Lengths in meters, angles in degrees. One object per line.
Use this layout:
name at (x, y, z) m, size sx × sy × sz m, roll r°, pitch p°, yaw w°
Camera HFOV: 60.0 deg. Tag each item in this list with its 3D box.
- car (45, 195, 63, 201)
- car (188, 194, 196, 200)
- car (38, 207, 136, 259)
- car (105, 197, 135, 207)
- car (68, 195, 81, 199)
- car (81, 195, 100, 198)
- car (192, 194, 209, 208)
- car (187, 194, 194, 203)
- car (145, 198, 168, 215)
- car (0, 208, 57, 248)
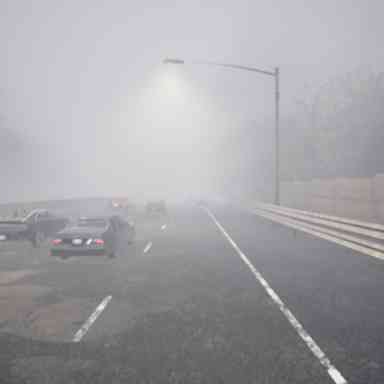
car at (-24.523, 1.332, 59.212) m, size 1.812 × 1.442 × 4.674 m, roll 0°, pitch 0°, yaw 0°
car at (-0.008, 1.143, 84.042) m, size 1.812 × 1.442 × 4.674 m, roll 0°, pitch 0°, yaw 0°
car at (-3.402, 1.499, 12.375) m, size 2.033 × 1.411 × 5.357 m, roll 0°, pitch 0°, yaw 0°
car at (-6.906, 1.228, 32.175) m, size 2.097 × 1.767 × 4.553 m, roll 0°, pitch 0°, yaw 0°
car at (-21.022, 1.311, 60.082) m, size 1.837 × 1.490 × 4.892 m, roll 0°, pitch 0°, yaw 0°
car at (-17.537, 1.285, 59.141) m, size 1.882 × 1.535 × 5.008 m, roll 0°, pitch 0°, yaw 1°
car at (1.221, 1.369, 44.233) m, size 1.812 × 1.442 × 4.674 m, roll 0°, pitch 0°, yaw 0°
car at (-0.005, 1.346, 63.747) m, size 2.033 × 1.411 × 5.357 m, roll 0°, pitch 0°, yaw 0°
car at (-3.403, 1.367, 32.421) m, size 2.128 × 1.511 × 4.902 m, roll 0°, pitch 0°, yaw 0°
car at (-6.900, 1.435, 14.532) m, size 2.128 × 1.511 × 4.902 m, roll 0°, pitch 0°, yaw 0°
